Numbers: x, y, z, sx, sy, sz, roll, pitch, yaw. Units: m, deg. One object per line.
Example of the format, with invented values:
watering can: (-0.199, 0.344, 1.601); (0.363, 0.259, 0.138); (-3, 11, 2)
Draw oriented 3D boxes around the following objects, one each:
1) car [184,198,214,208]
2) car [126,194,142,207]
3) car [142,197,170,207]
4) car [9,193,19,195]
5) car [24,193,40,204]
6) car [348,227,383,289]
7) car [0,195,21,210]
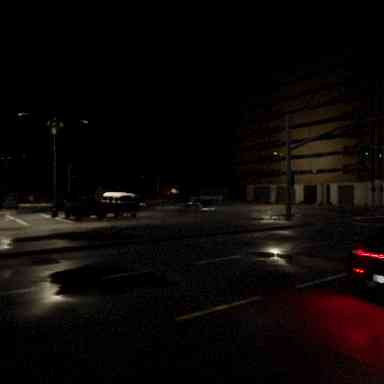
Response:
car: (0.933, 1.513, 47.800); (2.033, 1.411, 5.357); (0, 0, -35)
car: (-10.322, 1.597, 63.816); (1.895, 1.301, 4.718); (0, 0, -35)
car: (-5.233, 1.455, 50.450); (1.882, 1.535, 5.008); (0, 0, -35)
car: (-30.739, 1.187, 57.256); (1.905, 1.878, 3.866); (0, 0, -35)
car: (-28.342, 1.175, 58.880); (1.932, 1.855, 4.605); (0, 0, -35)
car: (5.637, 1.463, 7.834); (4.902, 1.511, 2.128); (0, 0, -35)
car: (-22.886, 1.435, 41.422); (1.970, 1.475, 3.806); (0, 0, -35)
